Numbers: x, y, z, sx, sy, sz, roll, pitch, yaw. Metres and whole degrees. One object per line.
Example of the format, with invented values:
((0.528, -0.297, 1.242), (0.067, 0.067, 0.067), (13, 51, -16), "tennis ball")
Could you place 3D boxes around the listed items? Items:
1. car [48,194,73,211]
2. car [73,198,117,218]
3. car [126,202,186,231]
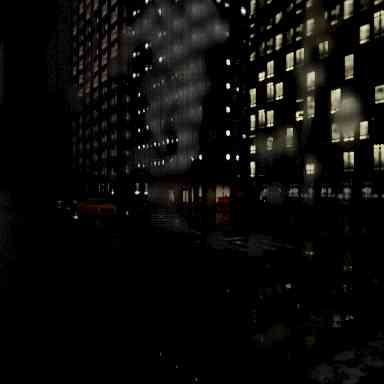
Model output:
((-13.745, 1.045, 35.268), (2.097, 1.767, 4.553), (0, 0, -37), "car")
((-7.857, 1.254, 27.340), (1.882, 1.535, 5.008), (0, 0, -37), "car")
((-2.227, 1.344, 19.771), (2.128, 1.511, 4.902), (0, 0, -37), "car")
